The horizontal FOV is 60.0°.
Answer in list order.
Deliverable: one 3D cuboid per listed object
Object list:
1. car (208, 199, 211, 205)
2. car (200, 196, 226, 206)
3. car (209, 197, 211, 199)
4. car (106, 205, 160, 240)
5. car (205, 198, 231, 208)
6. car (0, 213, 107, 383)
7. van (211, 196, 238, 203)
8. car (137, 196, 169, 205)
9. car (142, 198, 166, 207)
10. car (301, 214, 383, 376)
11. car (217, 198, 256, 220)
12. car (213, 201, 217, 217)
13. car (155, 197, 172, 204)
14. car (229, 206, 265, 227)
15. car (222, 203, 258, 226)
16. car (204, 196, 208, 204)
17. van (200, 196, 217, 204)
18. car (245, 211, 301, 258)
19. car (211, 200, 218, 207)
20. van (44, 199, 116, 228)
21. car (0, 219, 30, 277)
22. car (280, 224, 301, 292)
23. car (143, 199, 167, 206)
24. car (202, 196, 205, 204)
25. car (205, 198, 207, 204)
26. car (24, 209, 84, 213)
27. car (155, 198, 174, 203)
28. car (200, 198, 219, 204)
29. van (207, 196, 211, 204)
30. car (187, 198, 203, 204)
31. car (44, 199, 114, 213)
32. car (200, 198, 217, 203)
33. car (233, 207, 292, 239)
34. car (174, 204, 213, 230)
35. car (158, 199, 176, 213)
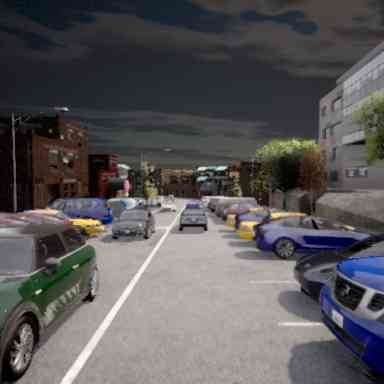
[{"bbox_3d":[4.626,1.864,37.897,5.008,1.535,2.097,0,-1,0],"label":"car"},{"bbox_3d":[4.585,1.991,74.089,5.566,2.045,2.435,0,-1,0],"label":"car"},{"bbox_3d":[4.661,1.766,40.568,4.553,1.767,2.185,0,-1,0],"label":"car"},{"bbox_3d":[-3.080,1.684,18.376,1.837,1.490,4.892,0,0,0],"label":"car"},{"bbox_3d":[4.652,1.971,60.120,4.553,1.767,2.185,0,-1,0],"label":"car"},{"bbox_3d":[-3.097,1.398,5.486,2.097,1.767,4.553,0,-1,0],"label":"car"},{"bbox_3d":[4.516,1.608,34.981,4.442,1.987,1.878,0,-1,0],"label":"van"},{"bbox_3d":[-7.740,1.884,63.960,5.566,2.045,2.435,0,-1,0],"label":"car"},{"bbox_3d":[-7.681,2.039,66.771,4.553,1.767,2.185,0,-1,0],"label":"car"},{"bbox_3d":[4.620,1.261,4.252,5.566,2.045,2.435,0,-1,0],"label":"car"},{"bbox_3d":[4.605,1.620,26.601,4.553,1.767,2.185,0,-1,0],"label":"car"},{"bbox_3d":[4.629,1.776,29.391,4.892,1.521,2.231,0,-1,0],"label":"car"},{"bbox_3d":[-7.694,2.282,90.405,4.553,1.767,2.185,0,0,0],"label":"car"},{"bbox_3d":[4.670,1.688,18.218,4.792,1.488,2.163,0,-1,0],"label":"car"},{"bbox_3d":[4.825,1.685,21.011,5.366,1.575,1.946,0,-1,0],"label":"car"},{"bbox_3d":[4.593,1.883,51.740,4.553,1.767,2.185,0,-1,0],"label":"car"},{"bbox_3d":[4.488,2.185,90.847,4.442,1.987,1.878,0,0,0],"label":"van"},{"bbox_3d":[4.673,1.630,12.630,4.792,1.488,2.163,0,-1,0],"label":"car"},{"bbox_3d":[4.640,1.806,32.185,4.892,1.521,2.231,0,-1,0],"label":"car"},{"bbox_3d":[-7.808,1.488,23.521,4.442,1.987,1.878,0,-1,0],"label":"van"},{"bbox_3d":[-7.656,1.599,9.690,4.792,1.488,2.163,0,-1,0],"label":"car"},{"bbox_3d":[4.618,1.571,7.043,4.792,1.488,2.163,0,-1,0],"label":"car"},{"bbox_3d":[-7.712,2.236,69.708,4.674,1.452,2.002,0,-1,0],"label":"car"},{"bbox_3d":[4.651,1.787,54.536,5.566,2.045,2.435,0,-1,0],"label":"car"},{"bbox_3d":[4.654,2.009,48.947,4.792,1.488,2.163,0,-1,0],"label":"car"},{"bbox_3d":[-7.685,1.666,15.146,4.674,1.452,2.002,0,-1,0],"label":"car"},{"bbox_3d":[-7.731,2.414,93.234,5.008,1.535,2.097,0,0,0],"label":"car"},{"bbox_3d":[4.613,2.389,88.052,4.892,1.521,2.231,0,0,0],"label":"car"},{"bbox_3d":[4.744,1.724,46.154,4.442,1.987,1.878,0,-1,0],"label":"van"},{"bbox_3d":[0.078,1.923,43.788,1.882,1.535,5.008,0,0,0],"label":"car"},{"bbox_3d":[-7.719,1.433,20.730,5.566,2.045,2.435,0,-1,0],"label":"car"},{"bbox_3d":[4.598,2.414,93.655,4.892,1.521,2.231,0,1,0],"label":"car"},{"bbox_3d":[4.828,1.626,15.424,5.366,1.575,1.946,0,-1,0],"label":"car"},{"bbox_3d":[0.089,1.773,22.738,2.033,1.411,5.357,0,-1,0],"label":"car"},{"bbox_3d":[-3.071,1.973,44.042,1.812,1.442,4.674,0,-1,0],"label":"car"}]
